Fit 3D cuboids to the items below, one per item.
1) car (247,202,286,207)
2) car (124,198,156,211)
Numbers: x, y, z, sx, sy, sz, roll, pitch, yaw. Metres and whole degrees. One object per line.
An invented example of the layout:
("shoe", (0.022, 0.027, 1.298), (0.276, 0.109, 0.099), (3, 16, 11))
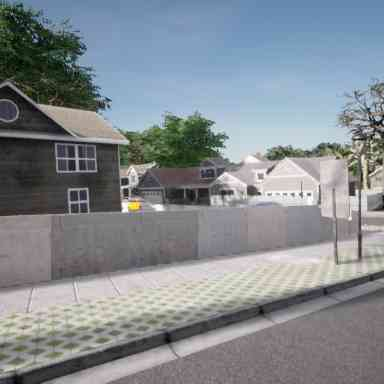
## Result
("car", (7.115, 1.611, 28.960), (5.008, 1.535, 1.882), (0, 3, 38))
("car", (-6.446, 1.571, 40.950), (1.882, 1.535, 5.008), (-5, 3, -44))
